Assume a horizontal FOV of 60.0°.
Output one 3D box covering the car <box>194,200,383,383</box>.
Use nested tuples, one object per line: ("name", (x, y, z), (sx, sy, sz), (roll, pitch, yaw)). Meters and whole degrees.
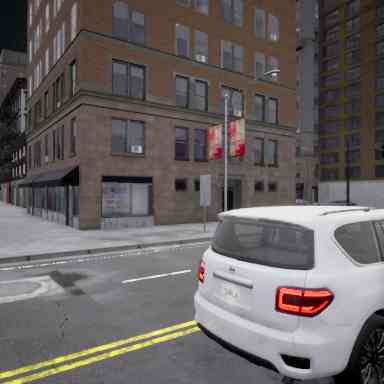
("car", (2.645, 1.222, 5.312), (5.566, 2.045, 2.150), (0, 0, -35))

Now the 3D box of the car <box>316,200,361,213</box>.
("car", (16.982, 1.597, 38.728), (1.947, 1.339, 4.313), (0, 0, -35))
